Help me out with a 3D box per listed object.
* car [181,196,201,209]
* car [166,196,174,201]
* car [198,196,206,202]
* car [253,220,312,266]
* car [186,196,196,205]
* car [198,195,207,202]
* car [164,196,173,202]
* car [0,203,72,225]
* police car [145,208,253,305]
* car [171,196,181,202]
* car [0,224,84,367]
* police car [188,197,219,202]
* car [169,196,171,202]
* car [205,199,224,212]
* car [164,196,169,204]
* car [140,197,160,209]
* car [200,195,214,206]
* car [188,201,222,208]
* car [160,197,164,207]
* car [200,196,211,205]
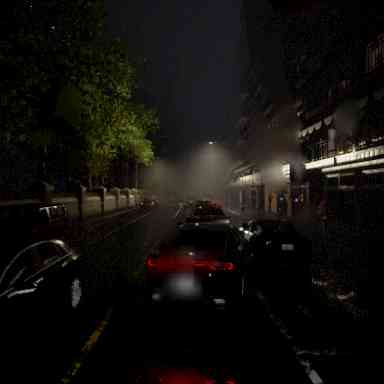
[{"bbox_3d":[-0.100,1.604,45.052,2.033,1.411,5.357,0,0,0],"label":"car"},{"bbox_3d":[-5.934,1.680,89.982,1.752,1.417,4.829,0,0,0],"label":"car"},{"bbox_3d":[2.462,1.705,84.544,1.947,1.339,4.313,0,0,0],"label":"car"},{"bbox_3d":[2.659,1.576,11.352,1.947,1.339,4.313,0,0,0],"label":"car"},{"bbox_3d":[-0.170,1.570,63.724,1.882,1.535,5.008,0,0,0],"label":"car"},{"bbox_3d":[2.476,1.566,78.914,1.967,1.590,4.097,0,0,0],"label":"car"},{"bbox_3d":[-5.918,1.690,84.521,2.008,1.369,4.403,0,0,0],"label":"car"},{"bbox_3d":[-5.721,1.325,11.330,2.192,1.841,5.009,0,0,0],"label":"car"},{"bbox_3d":[0.421,1.433,8.404,1.930,1.638,5.238,0,0,12],"label":"police car"},{"bbox_3d":[-3.204,1.719,75.947,1.895,1.301,4.718,0,0,0],"label":"car"},{"bbox_3d":[-3.112,1.509,4.950,1.837,1.490,4.892,0,0,0],"label":"car"},{"bbox_3d":[0.835,1.450,24.218,1.930,1.638,5.238,0,0,0],"label":"police car"},{"bbox_3d":[-5.903,1.651,78.721,1.752,1.417,4.829,0,0,0],"label":"car"},{"bbox_3d":[2.584,1.592,39.502,1.887,1.381,4.507,0,0,0],"label":"car"},{"bbox_3d":[-5.858,1.640,62.000,2.008,1.369,4.403,0,0,0],"label":"car"},{"bbox_3d":[-5.813,1.497,45.110,1.967,1.590,4.097,0,0,0],"label":"car"},{"bbox_3d":[2.537,1.393,56.393,2.192,1.841,5.009,0,0,0],"label":"car"},{"bbox_3d":[0.852,1.495,18.107,1.882,1.535,5.008,0,0,0],"label":"car"},{"bbox_3d":[-5.828,1.508,50.739,1.967,1.590,4.097,0,0,0],"label":"car"},{"bbox_3d":[2.522,1.529,62.024,1.967,1.590,4.097,0,0,0],"label":"car"}]
